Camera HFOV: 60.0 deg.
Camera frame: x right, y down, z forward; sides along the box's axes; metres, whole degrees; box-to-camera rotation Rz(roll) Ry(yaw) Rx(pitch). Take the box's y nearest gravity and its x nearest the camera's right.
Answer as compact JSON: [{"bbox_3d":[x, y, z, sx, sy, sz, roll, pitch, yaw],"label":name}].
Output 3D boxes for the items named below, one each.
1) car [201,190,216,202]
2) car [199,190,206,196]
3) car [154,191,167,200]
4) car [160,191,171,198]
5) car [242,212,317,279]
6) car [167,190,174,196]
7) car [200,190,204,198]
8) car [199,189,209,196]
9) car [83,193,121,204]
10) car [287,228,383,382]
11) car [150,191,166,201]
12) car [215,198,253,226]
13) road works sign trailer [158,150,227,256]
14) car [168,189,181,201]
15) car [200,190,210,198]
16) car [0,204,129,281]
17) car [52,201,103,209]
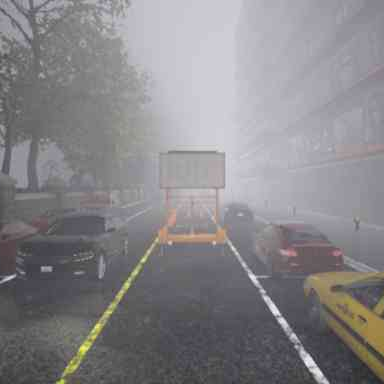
[{"bbox_3d":[2.722,0.848,48.650,1.887,1.381,4.507,0,1,0],"label":"car"},{"bbox_3d":[2.747,0.217,88.057,1.967,1.590,4.097,0,1,0],"label":"car"},{"bbox_3d":[-5.652,0.591,59.912,1.967,1.590,4.097,0,1,0],"label":"car"},{"bbox_3d":[-5.644,0.550,71.174,2.008,1.369,4.403,0,1,0],"label":"car"},{"bbox_3d":[2.697,1.444,9.243,1.802,1.307,4.206,0,1,0],"label":"car"},{"bbox_3d":[-5.633,0.304,87.893,1.752,1.417,4.829,0,1,0],"label":"car"},{"bbox_3d":[2.725,0.772,54.281,1.887,1.381,4.507,0,1,0],"label":"car"},{"bbox_3d":[2.729,0.591,59.908,1.967,1.590,4.097,0,1,0],"label":"car"},{"bbox_3d":[-5.676,1.014,20.505,2.192,1.841,5.009,0,1,0],"label":"car"},{"bbox_3d":[2.694,1.468,3.782,1.752,1.417,4.829,0,1,0],"label":"car"},{"bbox_3d":[-5.655,0.667,54.284,1.967,1.590,4.097,0,1,0],"label":"car"},{"bbox_3d":[2.704,1.265,20.503,1.947,1.339,4.313,0,1,0],"label":"car"},{"bbox_3d":[0.009,0.283,12.249,2.380,3.560,2.880,0,1,0],"label":"road works sign trailer"},{"bbox_3d":[-2.963,0.498,54.975,2.150,2.045,5.566,0,1,0],"label":"car"},{"bbox_3d":[2.736,0.439,71.168,1.967,1.590,4.097,0,1,0],"label":"car"},{"bbox_3d":[-3.092,1.335,9.566,1.882,1.535,5.008,0,1,0],"label":"car"},{"bbox_3d":[-5.680,1.325,14.877,1.887,1.381,4.507,0,1,0],"label":"car"}]
